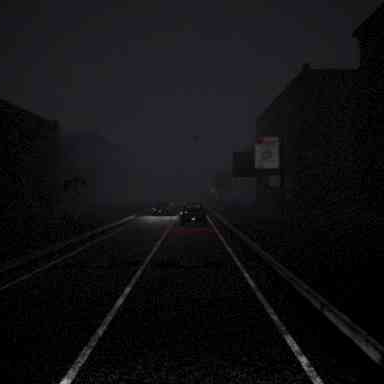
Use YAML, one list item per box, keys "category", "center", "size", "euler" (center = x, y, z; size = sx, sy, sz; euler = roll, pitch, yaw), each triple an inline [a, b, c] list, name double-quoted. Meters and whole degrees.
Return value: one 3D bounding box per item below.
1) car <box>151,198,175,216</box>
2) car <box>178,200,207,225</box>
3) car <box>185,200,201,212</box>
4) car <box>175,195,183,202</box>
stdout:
- category: "car"
  center: [-3.098, 1.652, 34.693]
  size: [1.837, 1.490, 4.892]
  euler: [0, 0, 0]
- category: "car"
  center: [0.098, 1.607, 24.811]
  size: [2.128, 1.511, 4.902]
  euler: [0, 0, 0]
- category: "car"
  center: [0.097, 1.764, 41.812]
  size: [1.895, 1.301, 4.718]
  euler: [0, 0, 0]
- category: "car"
  center: [-3.006, 1.450, 76.019]
  size: [1.882, 1.535, 5.008]
  euler: [0, 0, 0]
